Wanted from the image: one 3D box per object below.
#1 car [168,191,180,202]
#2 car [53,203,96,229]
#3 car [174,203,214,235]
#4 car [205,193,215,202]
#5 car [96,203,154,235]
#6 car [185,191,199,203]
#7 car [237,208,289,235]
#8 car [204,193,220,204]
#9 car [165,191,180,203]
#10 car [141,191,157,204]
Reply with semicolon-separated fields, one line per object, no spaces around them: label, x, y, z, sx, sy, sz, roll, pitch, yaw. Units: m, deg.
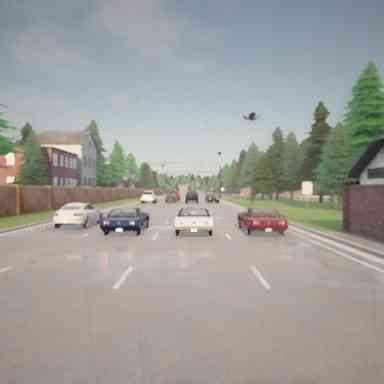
car;-3.514;0.769;65.755;2.150;2.045;5.566;0;0;0
car;-6.916;1.381;20.407;1.812;1.442;4.674;0;0;0
car;0.097;1.474;17.815;1.895;1.301;4.718;0;0;0
car;3.486;1.048;64.898;1.837;1.490;4.892;0;0;0
car;-3.403;1.474;17.804;1.895;1.301;4.718;0;0;0
car;-0.012;0.836;54.506;2.150;2.045;5.566;0;0;0
car;3.597;1.474;17.816;1.895;1.301;4.718;0;0;0
car;3.488;1.213;54.926;1.895;1.301;4.718;0;0;0
car;-3.512;1.098;55.630;2.128;1.511;4.902;0;0;0
car;-7.012;0.836;54.505;2.150;2.045;5.566;0;0;0
